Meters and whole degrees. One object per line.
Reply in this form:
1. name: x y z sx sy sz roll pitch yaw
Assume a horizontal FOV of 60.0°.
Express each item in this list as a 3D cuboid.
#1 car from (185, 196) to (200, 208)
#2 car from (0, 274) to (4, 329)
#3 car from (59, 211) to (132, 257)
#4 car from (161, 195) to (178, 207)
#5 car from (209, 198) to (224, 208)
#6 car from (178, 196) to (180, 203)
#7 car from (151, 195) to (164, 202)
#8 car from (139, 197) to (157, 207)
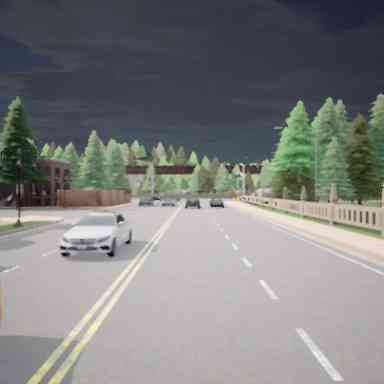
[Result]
1. car: 0.111 1.352 47.816 2.097 1.767 4.553 0 0 0
2. car: -3.594 1.478 2.641 1.882 1.535 5.008 0 0 0
3. car: -3.557 1.526 13.128 1.812 1.442 4.674 0 0 1
4. car: -3.557 1.600 50.543 1.895 1.301 4.718 0 0 0
5. car: 3.613 1.563 49.369 1.994 1.385 4.181 0 0 0
6. car: -3.482 1.438 67.737 2.128 1.511 4.902 0 0 0
7. car: -6.982 1.256 67.738 2.033 1.411 5.357 0 0 0
8. car: -7.071 1.505 51.665 1.837 1.490 4.892 0 0 1
